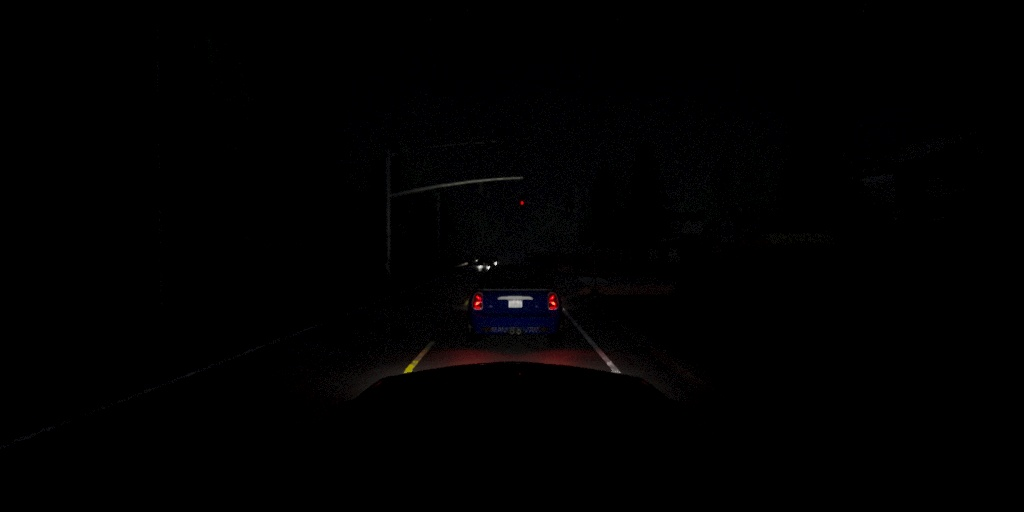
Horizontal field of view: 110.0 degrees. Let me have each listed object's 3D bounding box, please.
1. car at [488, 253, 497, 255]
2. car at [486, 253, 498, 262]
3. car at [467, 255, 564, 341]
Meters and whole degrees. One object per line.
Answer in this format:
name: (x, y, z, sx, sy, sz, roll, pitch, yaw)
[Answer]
car: (-3.586, 0.546, 48.626, 2.033, 1.411, 5.357, 0, 1, 0)
car: (-3.542, 0.219, 64.709, 1.882, 1.535, 5.008, 0, 1, 1)
car: (0.078, 0.976, 9.551, 2.097, 1.767, 4.553, 0, 1, 0)
